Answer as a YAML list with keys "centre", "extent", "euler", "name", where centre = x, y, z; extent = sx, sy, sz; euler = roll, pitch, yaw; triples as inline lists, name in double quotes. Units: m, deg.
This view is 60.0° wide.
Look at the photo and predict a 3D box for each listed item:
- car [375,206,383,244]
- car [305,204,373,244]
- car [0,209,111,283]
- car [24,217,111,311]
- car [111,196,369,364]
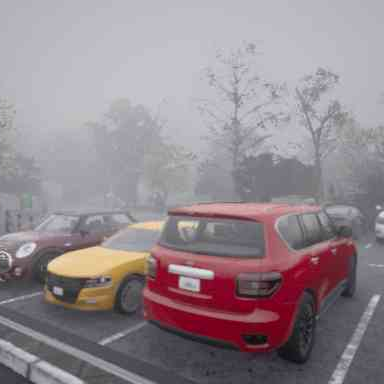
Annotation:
- centre: [9.880, 1.206, 15.240]
  extent: [2.435, 2.045, 5.566]
  euler: [0, 0, 35]
  name: "car"
- centre: [7.604, 1.457, 16.859]
  extent: [2.231, 1.521, 4.892]
  euler: [0, 0, 35]
  name: "car"
- centre: [-3.370, 1.333, 9.609]
  extent: [2.185, 1.767, 4.553]
  euler: [0, 0, 35]
  name: "car"
- centre: [-0.898, 1.455, 7.848]
  extent: [2.097, 1.535, 5.008]
  euler: [0, 0, 35]
  name: "car"
- centre: [1.507, 1.202, 6.195]
  extent: [2.435, 2.045, 5.566]
  euler: [0, 0, 35]
  name: "car"
